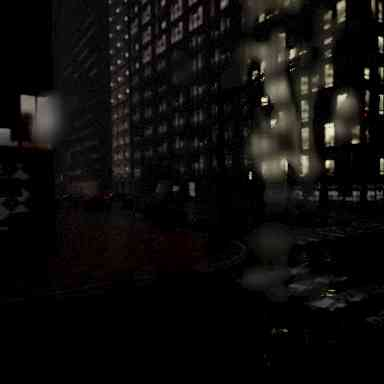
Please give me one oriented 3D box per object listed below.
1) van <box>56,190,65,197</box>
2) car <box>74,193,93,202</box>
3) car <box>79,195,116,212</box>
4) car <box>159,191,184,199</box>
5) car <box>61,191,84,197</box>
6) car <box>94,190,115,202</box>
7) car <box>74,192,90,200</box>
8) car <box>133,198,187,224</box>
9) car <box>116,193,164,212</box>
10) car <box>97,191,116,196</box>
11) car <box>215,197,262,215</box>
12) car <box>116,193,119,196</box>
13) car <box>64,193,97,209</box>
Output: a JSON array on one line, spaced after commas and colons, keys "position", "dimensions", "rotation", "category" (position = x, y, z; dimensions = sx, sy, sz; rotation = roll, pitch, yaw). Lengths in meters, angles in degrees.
[{"position": [-31.746, 0.381, 80.564], "dimensions": [1.690, 1.788, 3.998], "rotation": [-1, 1, -35], "category": "van"}, {"position": [-18.533, 0.917, 56.759], "dimensions": [1.994, 1.385, 4.181], "rotation": [-2, 1, -35], "category": "car"}, {"position": [-9.700, 1.269, 34.028], "dimensions": [1.947, 1.339, 4.313], "rotation": [-1, 1, -35], "category": "car"}, {"position": [-2.838, 0.817, 38.827], "dimensions": [2.192, 1.841, 5.009], "rotation": [-1, 1, -35], "category": "car"}, {"position": [-17.729, 0.970, 50.314], "dimensions": [2.128, 1.511, 4.902], "rotation": [-2, 1, -34], "category": "car"}, {"position": [-15.180, 0.644, 57.375], "dimensions": [2.097, 1.767, 4.553], "rotation": [-2, 1, -35], "category": "car"}, {"position": [-22.109, 0.740, 66.656], "dimensions": [1.887, 1.381, 4.507], "rotation": [-1, 1, -35], "category": "car"}, {"position": [-2.045, 1.371, 23.025], "dimensions": [2.008, 1.369, 4.403], "rotation": [-1, 1, -35], "category": "car"}, {"position": [-5.070, 1.171, 31.877], "dimensions": [2.128, 1.511, 4.902], "rotation": [-2, 1, -35], "category": "car"}, {"position": [-13.420, 0.938, 49.469], "dimensions": [1.837, 1.490, 4.892], "rotation": [-2, 1, -34], "category": "car"}, {"position": [3.936, 1.134, 28.987], "dimensions": [1.752, 1.417, 4.829], "rotation": [-1, 1, -35], "category": "car"}, {"position": [-11.183, 0.858, 51.667], "dimensions": [1.837, 1.490, 4.892], "rotation": [-2, 1, -35], "category": "car"}, {"position": [-12.913, 1.203, 38.666], "dimensions": [2.008, 1.369, 4.403], "rotation": [-1, 1, -35], "category": "car"}]
